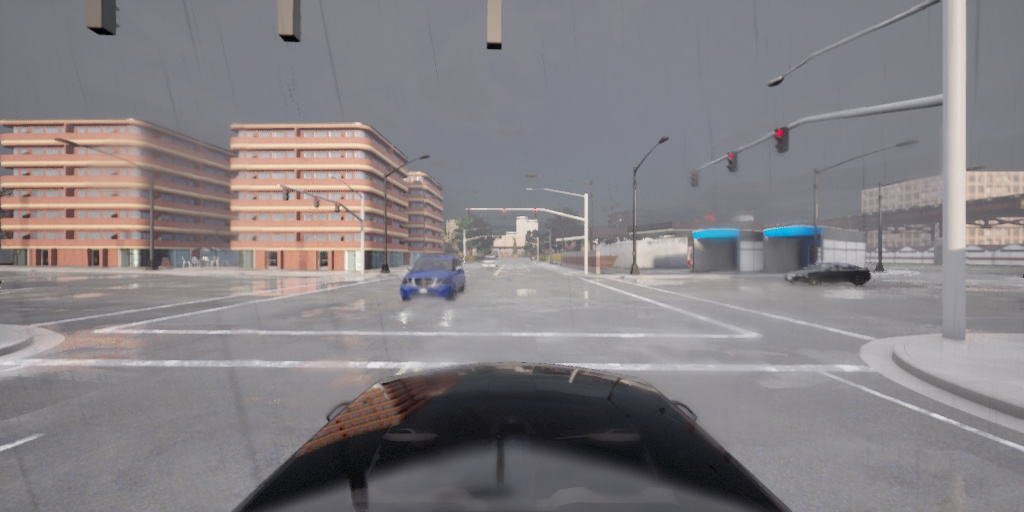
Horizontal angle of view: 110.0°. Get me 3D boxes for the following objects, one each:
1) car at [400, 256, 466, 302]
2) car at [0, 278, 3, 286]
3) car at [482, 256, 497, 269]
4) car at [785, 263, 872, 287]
[{"bbox_3d":[-3.494,1.006,16.921,2.150,2.045,5.566,0,0,0],"label":"car"},{"bbox_3d":[-29.048,0.990,18.115,4.892,1.490,1.837,1,0,1],"label":"car"},{"bbox_3d":[-3.497,1.026,56.745,2.150,2.045,5.566,0,1,0],"label":"car"},{"bbox_3d":[20.880,1.217,23.796,4.902,1.511,2.128,0,0,-1],"label":"car"}]
